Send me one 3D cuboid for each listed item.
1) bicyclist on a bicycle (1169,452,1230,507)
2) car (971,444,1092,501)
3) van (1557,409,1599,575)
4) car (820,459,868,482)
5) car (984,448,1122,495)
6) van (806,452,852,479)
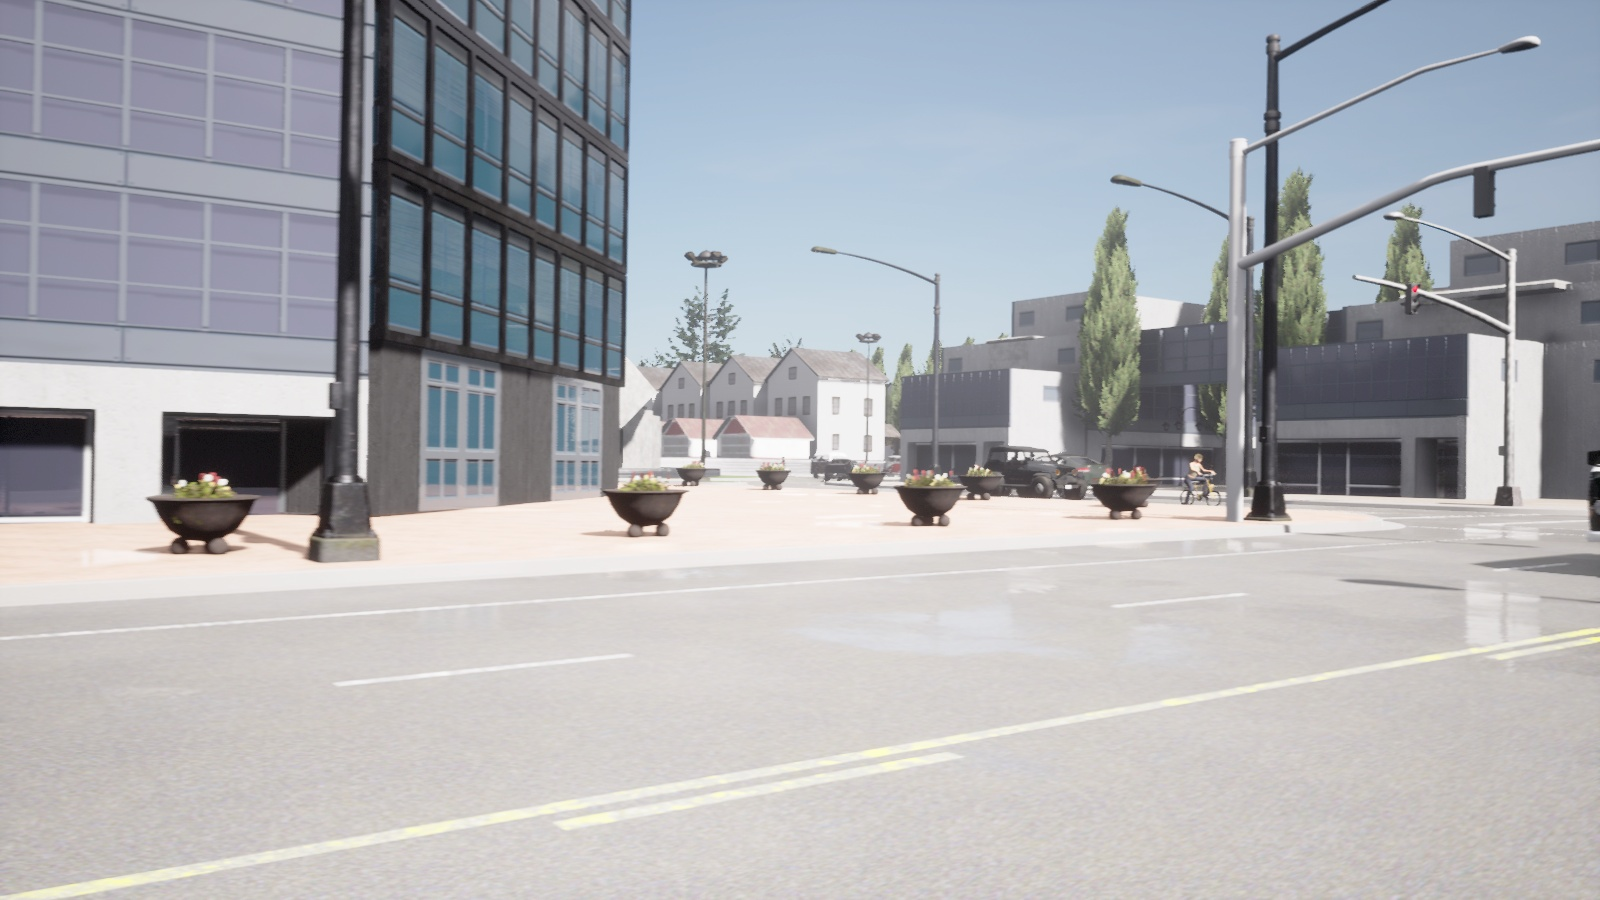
[{"bbox_3d":[11.947,0.867,37.605,0.866,1.612,1.509,1,-1,-34],"label":"bicyclist on a bicycle"},{"bbox_3d":[7.958,0.750,43.430,1.905,1.878,3.866,1,-1,-35],"label":"car"},{"bbox_3d":[11.969,0.525,16.252,4.480,2.038,2.069,0,0,-35],"label":"van"},{"bbox_3d":[2.950,1.335,82.518,1.837,1.490,4.892,1,-1,18],"label":"car"},{"bbox_3d":[9.464,0.792,47.426,2.152,1.651,5.027,1,-1,-34],"label":"car"},{"bbox_3d":[2.195,1.209,97.462,2.069,2.038,4.480,1,-1,-19],"label":"van"}]
